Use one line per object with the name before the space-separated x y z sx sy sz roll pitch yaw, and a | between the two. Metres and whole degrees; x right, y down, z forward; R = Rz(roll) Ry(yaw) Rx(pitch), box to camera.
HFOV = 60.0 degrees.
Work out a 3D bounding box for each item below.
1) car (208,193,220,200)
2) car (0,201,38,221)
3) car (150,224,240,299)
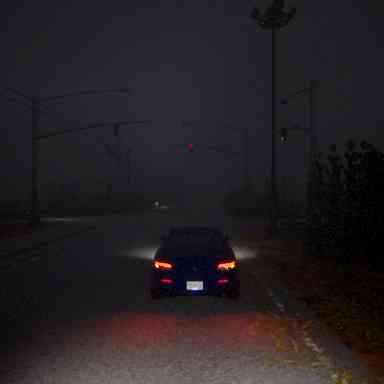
car | 4.153 0.912 62.100 1.895 1.301 4.718 0 -1 8
car | -14.925 1.443 26.562 5.008 1.535 1.882 0 0 5
car | 0.073 1.526 8.313 1.812 1.442 4.674 0 0 1
